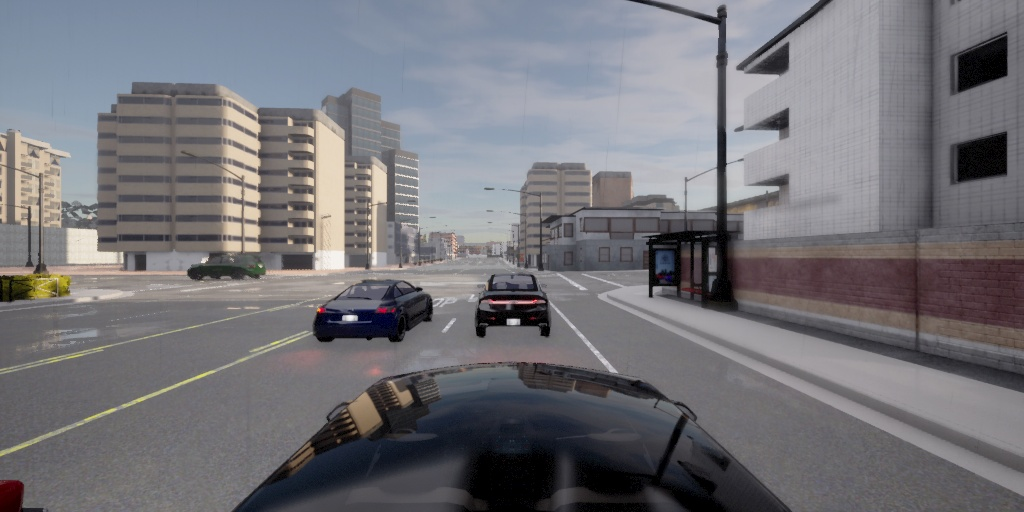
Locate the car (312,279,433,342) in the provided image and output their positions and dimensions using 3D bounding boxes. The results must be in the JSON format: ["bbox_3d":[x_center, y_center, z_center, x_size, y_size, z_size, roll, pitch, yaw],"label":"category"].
[{"bbox_3d":[-3.490,1.314,9.771,1.994,1.385,4.181,0,0,1],"label":"car"}]

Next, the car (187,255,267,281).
[{"bbox_3d":[-23.515,0.973,29.730,5.566,2.045,2.150,0,0,0],"label":"car"}]

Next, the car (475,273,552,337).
[{"bbox_3d":[0.010,1.242,10.337,2.128,1.511,4.902,0,0,-1],"label":"car"}]
